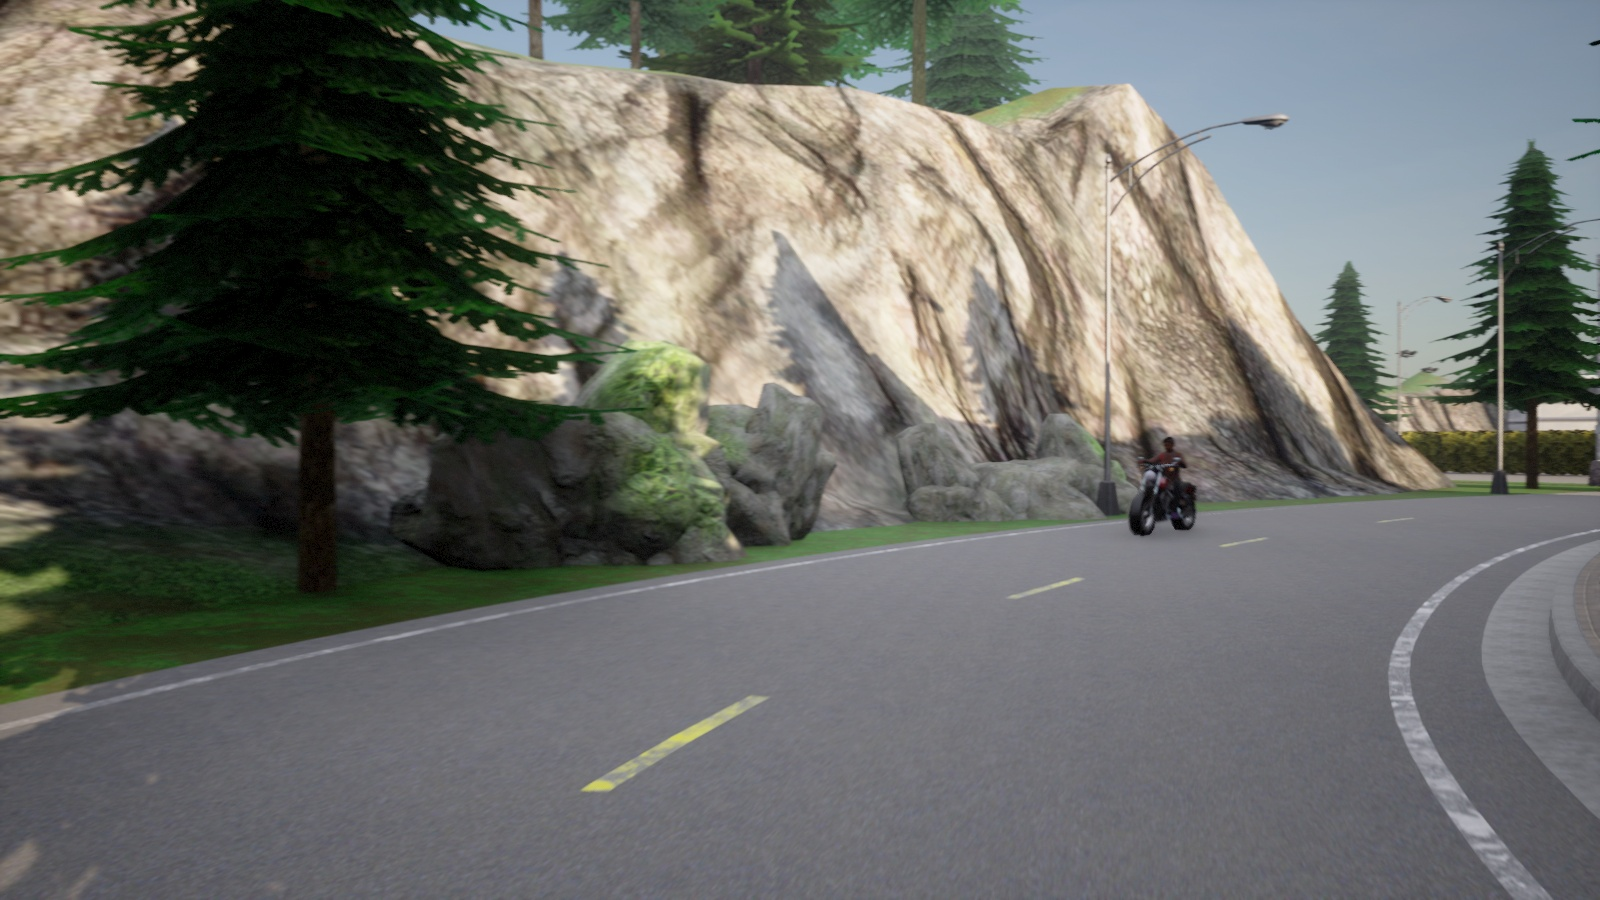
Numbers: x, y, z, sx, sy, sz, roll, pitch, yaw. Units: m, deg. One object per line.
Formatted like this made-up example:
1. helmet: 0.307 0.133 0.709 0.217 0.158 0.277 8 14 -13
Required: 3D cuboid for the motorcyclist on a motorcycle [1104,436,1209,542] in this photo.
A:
1. motorcyclist on a motorcycle: 5.880 0.595 20.631 0.766 1.649 2.350 1 1 40
